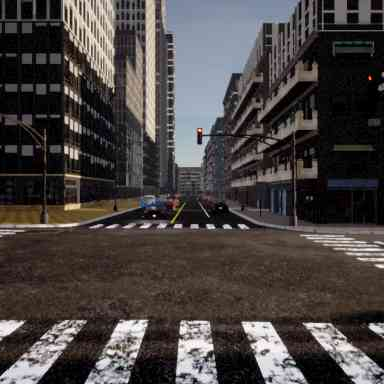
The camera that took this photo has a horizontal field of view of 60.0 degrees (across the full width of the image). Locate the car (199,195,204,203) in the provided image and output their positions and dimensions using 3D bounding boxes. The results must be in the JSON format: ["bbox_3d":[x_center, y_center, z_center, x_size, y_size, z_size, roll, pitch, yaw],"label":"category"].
[{"bbox_3d":[2.738,1.561,60.769,2.008,1.369,4.403,0,0,0],"label":"car"}]

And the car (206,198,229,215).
[{"bbox_3d":[2.717,1.568,33.839,1.947,1.339,4.313,0,0,0],"label":"car"}]

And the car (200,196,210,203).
[{"bbox_3d":[2.748,1.559,72.077,1.887,1.381,4.507,0,0,0],"label":"car"}]

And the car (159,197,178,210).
[{"bbox_3d":[-3.063,1.605,39.394,1.895,1.301,4.718,0,0,0],"label":"car"}]

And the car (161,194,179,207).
[{"bbox_3d":[-3.049,1.358,49.494,2.097,1.767,4.553,0,0,0],"label":"car"}]

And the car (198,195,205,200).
[{"bbox_3d":[2.766,1.590,94.695,1.947,1.339,4.313,0,0,0],"label":"car"}]

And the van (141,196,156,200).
[{"bbox_3d":[-5.657,1.346,43.813,1.690,1.788,3.998,0,0,0],"label":"van"}]

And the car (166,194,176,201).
[{"bbox_3d":[-5.619,1.337,89.048,2.192,1.841,5.009,0,0,0],"label":"car"}]

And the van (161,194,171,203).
[{"bbox_3d":[-5.633,1.355,72.084,1.690,1.788,3.998,0,0,0],"label":"van"}]

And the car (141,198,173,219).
[{"bbox_3d":[-3.076,1.549,29.719,2.033,1.411,5.357,0,0,0],"label":"car"}]

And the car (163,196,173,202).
[{"bbox_3d":[-5.628,1.567,77.738,2.008,1.369,4.403,0,0,0],"label":"car"}]

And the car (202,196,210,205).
[{"bbox_3d":[2.724,1.550,43.806,1.887,1.381,4.507,0,0,0],"label":"car"}]
